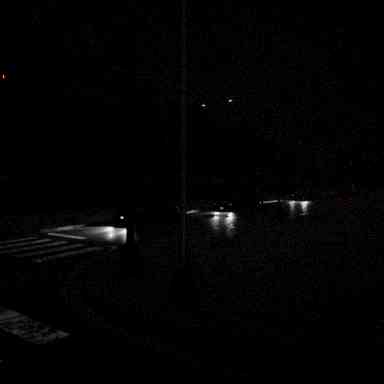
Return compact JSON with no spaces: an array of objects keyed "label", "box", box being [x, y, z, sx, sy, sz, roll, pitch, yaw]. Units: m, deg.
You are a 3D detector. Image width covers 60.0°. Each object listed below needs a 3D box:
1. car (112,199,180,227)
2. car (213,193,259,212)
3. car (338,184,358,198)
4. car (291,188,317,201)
[{"label":"car","box":[-2.546,1.117,19.113,1.994,1.385,4.181,0,2,35]},{"label":"car","box":[3.863,0.814,28.157,2.033,1.411,5.357,0,2,35]},{"label":"car","box":[24.361,-0.220,51.971,2.150,2.045,5.566,0,2,35]},{"label":"car","box":[14.392,0.335,42.936,1.837,1.490,4.892,0,1,36]}]
